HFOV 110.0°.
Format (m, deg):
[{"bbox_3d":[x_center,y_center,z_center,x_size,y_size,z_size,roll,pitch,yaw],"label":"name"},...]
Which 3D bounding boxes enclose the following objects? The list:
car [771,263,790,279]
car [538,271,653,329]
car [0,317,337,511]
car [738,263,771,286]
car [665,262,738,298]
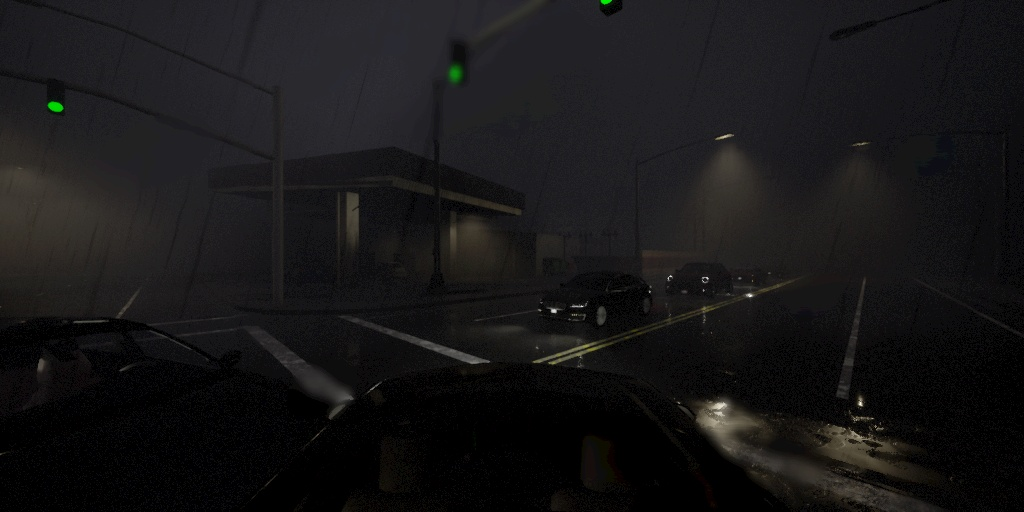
[{"bbox_3d":[23.667,1.306,32.403,4.181,1.385,1.994,0,0,-45],"label":"car"},{"bbox_3d":[2.841,1.253,11.520,1.837,1.490,4.892,0,0,44],"label":"car"},{"bbox_3d":[-3.430,1.242,2.480,4.902,1.511,2.128,0,0,15],"label":"car"},{"bbox_3d":[16.559,1.308,25.324,1.994,1.385,4.181,0,0,44],"label":"car"},{"bbox_3d":[9.656,1.098,18.390,2.097,1.767,4.553,0,0,45],"label":"car"}]
